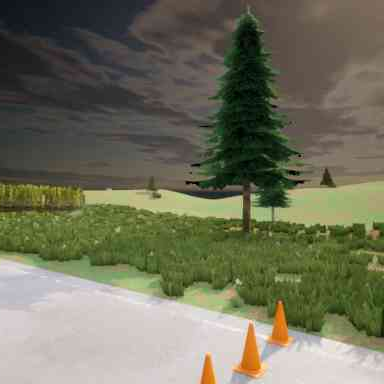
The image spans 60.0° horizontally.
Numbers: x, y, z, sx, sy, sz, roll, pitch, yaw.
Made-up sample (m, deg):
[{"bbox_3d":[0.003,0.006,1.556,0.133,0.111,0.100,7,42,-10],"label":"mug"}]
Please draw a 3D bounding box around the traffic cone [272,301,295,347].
[{"bbox_3d":[1.336,1.955,5.038,0.340,0.580,0.340,0,0,36],"label":"traffic cone"}]

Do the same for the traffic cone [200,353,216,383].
[{"bbox_3d":[0.167,1.955,3.415,0.340,0.580,0.340,0,0,36],"label":"traffic cone"}]

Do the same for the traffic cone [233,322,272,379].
[{"bbox_3d":[0.751,1.955,4.226,0.340,0.580,0.340,0,0,36],"label":"traffic cone"}]
